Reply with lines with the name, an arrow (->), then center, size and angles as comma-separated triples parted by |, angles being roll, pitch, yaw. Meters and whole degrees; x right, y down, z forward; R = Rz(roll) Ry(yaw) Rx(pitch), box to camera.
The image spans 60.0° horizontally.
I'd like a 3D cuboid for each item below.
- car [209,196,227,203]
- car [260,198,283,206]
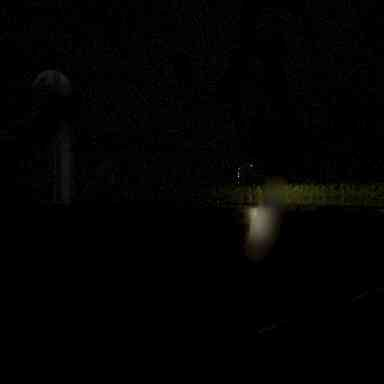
car -> 5.686, 1.703, 74.609 | 1.837, 1.490, 4.892 | -1, 0, -36
car -> 14.876, 1.837, 62.096 | 1.812, 1.442, 4.674 | -1, 0, -36
